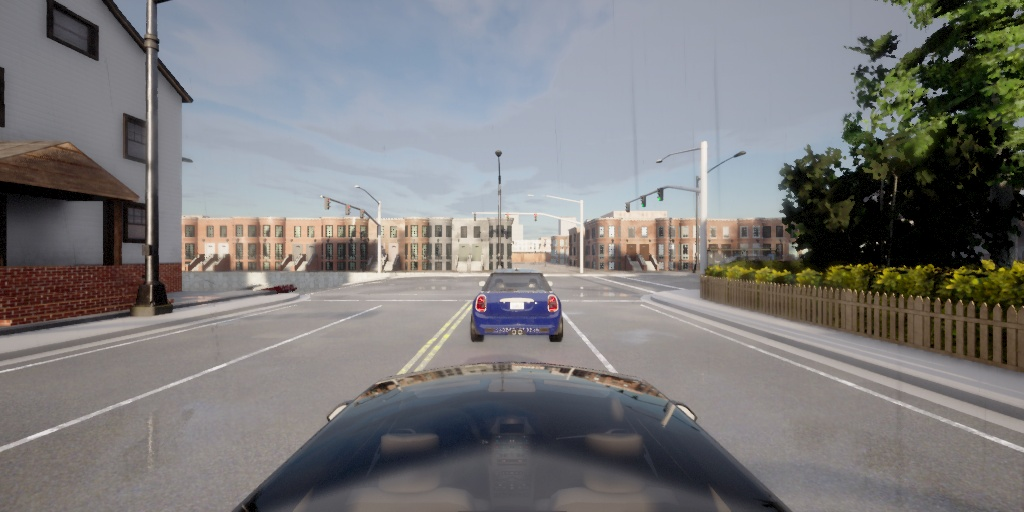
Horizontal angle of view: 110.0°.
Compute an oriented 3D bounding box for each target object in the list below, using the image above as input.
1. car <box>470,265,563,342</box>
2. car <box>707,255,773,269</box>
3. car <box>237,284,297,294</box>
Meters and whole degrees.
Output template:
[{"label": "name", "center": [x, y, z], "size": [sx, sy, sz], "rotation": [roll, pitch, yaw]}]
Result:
[{"label": "car", "center": [0.109, 1.102, 9.928], "size": [2.097, 1.767, 4.553], "rotation": [0, 0, 0]}, {"label": "car", "center": [18.735, 0.971, 29.643], "size": [5.566, 2.045, 2.150], "rotation": [0, 0, 0]}, {"label": "car", "center": [-18.206, 2.727, 25.801], "size": [4.718, 1.301, 1.895], "rotation": [-13, 1, 0]}]
